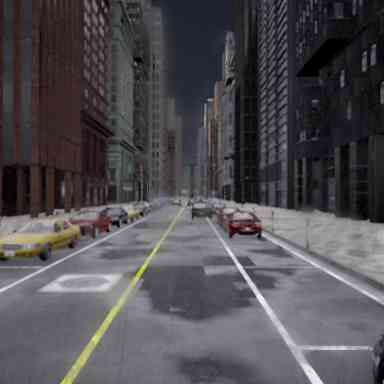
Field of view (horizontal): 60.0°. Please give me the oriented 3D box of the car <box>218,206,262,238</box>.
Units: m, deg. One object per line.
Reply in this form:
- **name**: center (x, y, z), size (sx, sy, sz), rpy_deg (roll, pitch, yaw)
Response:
- **car**: center (2.757, 1.731, 18.750), size (1.887, 1.381, 4.507), rpy_deg (0, -1, 0)

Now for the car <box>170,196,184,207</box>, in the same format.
- **car**: center (-3.040, 2.145, 64.530), size (1.882, 1.535, 5.008), rpy_deg (0, -1, 1)

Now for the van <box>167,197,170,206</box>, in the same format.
- **van**: center (-5.781, 2.001, 63.822), size (1.690, 1.788, 3.998), rpy_deg (0, -1, 0)

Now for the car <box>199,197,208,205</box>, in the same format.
- **car**: center (2.739, 2.164, 80.747), size (2.192, 1.841, 5.009), rpy_deg (0, -1, 0)

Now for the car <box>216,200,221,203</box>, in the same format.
- **car**: center (2.752, 1.909, 35.657), size (2.008, 1.369, 4.403), rpy_deg (0, -1, 0)

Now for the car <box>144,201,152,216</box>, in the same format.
- **car**: center (-5.773, 1.923, 35.638), size (1.947, 1.339, 4.313), rpy_deg (0, -1, 0)

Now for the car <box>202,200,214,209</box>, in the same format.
- **car**: center (2.746, 2.149, 58.201), size (2.008, 1.369, 4.403), rpy_deg (0, -1, 0)

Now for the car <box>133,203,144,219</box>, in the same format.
- **car**: center (-5.771, 1.823, 29.832), size (1.752, 1.417, 4.829), rpy_deg (0, -1, 0)

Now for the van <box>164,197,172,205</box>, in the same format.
- **van**: center (-5.786, 2.189, 80.730), size (1.690, 1.788, 3.998), rpy_deg (0, -1, 0)

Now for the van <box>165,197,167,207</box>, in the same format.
- **van**: center (-5.780, 1.939, 58.186), size (1.690, 1.788, 3.998), rpy_deg (0, -1, 0)

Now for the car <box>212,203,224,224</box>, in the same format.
- **car**: center (2.755, 1.787, 24.386), size (1.887, 1.381, 4.507), rpy_deg (0, -1, 0)

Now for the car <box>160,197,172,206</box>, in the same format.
- **car**: center (-5.784, 2.099, 75.094), size (2.192, 1.841, 5.009), rpy_deg (0, -1, 0)

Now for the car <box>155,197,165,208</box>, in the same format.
- **car**: center (-5.778, 1.976, 52.549), size (1.967, 1.590, 4.097), rpy_deg (0, -1, 0)

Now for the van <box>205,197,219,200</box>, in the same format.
- **van**: center (2.750, 1.758, 41.296), size (1.690, 1.788, 3.998), rpy_deg (0, -1, 0)

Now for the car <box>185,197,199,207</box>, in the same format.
- **car**: center (-0.017, 2.221, 67.115), size (1.812, 1.442, 4.674), rpy_deg (0, -1, 0)

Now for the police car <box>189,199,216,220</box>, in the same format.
- **police car**: center (0.892, 1.745, 31.954), size (1.930, 1.638, 5.238), rpy_deg (0, -1, 0)

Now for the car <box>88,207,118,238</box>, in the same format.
- **car**: center (-5.768, 1.731, 18.730), size (1.887, 1.381, 4.507), rpy_deg (0, -1, 0)

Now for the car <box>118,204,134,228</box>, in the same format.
- **car**: center (-5.770, 1.808, 24.366), size (1.947, 1.339, 4.313), rpy_deg (0, -1, 0)

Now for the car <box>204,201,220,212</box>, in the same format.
- **car**: center (2.749, 2.027, 46.929), size (2.008, 1.369, 4.403), rpy_deg (0, -1, 0)

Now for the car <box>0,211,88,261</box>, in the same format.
- **car**: center (-5.767, 1.654, 12.923), size (1.752, 1.417, 4.829), rpy_deg (0, -1, 0)

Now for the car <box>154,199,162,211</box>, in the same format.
- **car**: center (-5.776, 2.042, 46.911), size (1.947, 1.339, 4.313), rpy_deg (0, -1, 0)

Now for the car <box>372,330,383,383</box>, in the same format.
- **car**: center (2.761, 1.570, 1.843), size (2.008, 1.369, 4.403), rpy_deg (0, -1, 0)

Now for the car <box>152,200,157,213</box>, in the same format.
- **car**: center (-5.774, 1.998, 41.274), size (1.802, 1.307, 4.206), rpy_deg (0, -1, 0)

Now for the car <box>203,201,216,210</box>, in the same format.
- **car**: center (2.747, 2.119, 52.565), size (1.802, 1.307, 4.206), rpy_deg (0, -1, 0)

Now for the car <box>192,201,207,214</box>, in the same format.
- **car**: center (0.889, 1.928, 41.843), size (1.837, 1.490, 4.892), rpy_deg (0, -1, 0)
